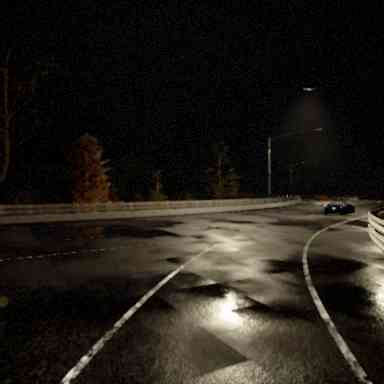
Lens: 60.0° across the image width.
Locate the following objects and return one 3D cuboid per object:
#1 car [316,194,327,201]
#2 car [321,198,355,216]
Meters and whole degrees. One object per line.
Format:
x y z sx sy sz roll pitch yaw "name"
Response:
29.478 1.233 75.551 2.097 1.767 4.553 0 0 16 "car"
14.503 1.519 32.569 1.994 1.385 4.181 0 0 39 "car"
